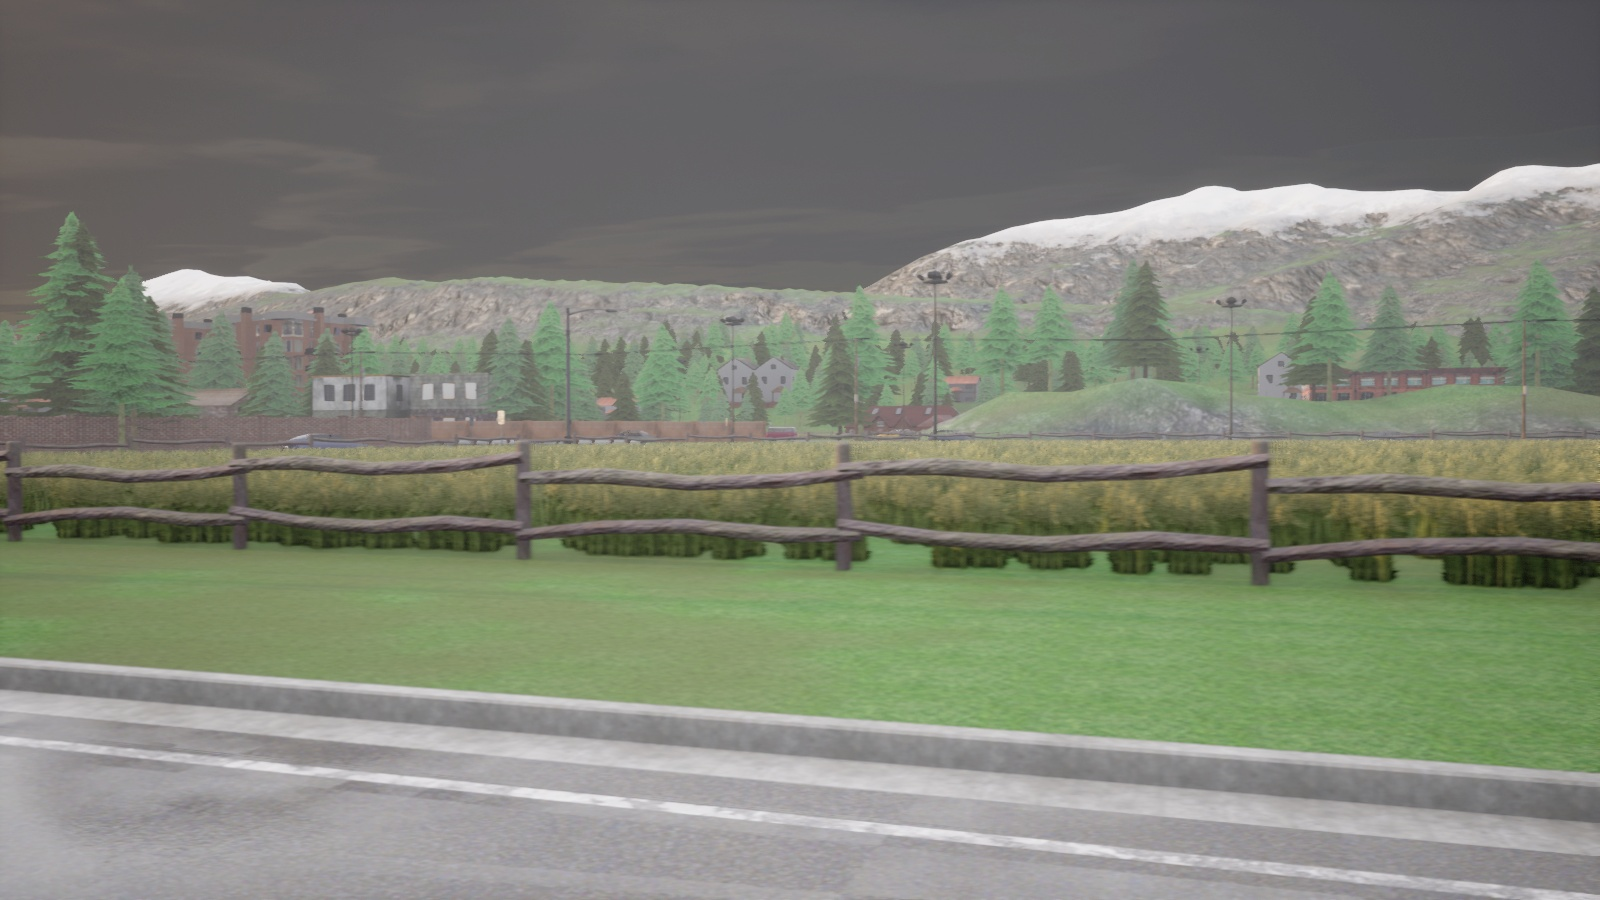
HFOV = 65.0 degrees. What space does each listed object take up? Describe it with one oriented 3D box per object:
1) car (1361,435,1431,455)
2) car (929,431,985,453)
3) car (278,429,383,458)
[{"bbox_3d":[41.437,-0.354,87.433,4.181,1.385,1.994,1,1,18],"label":"car"},{"bbox_3d":[11.268,-0.595,90.055,3.705,1.549,1.789,0,1,18],"label":"car"},{"bbox_3d":[-25.147,-0.346,67.320,2.163,1.488,4.792,1,1,44],"label":"car"}]
